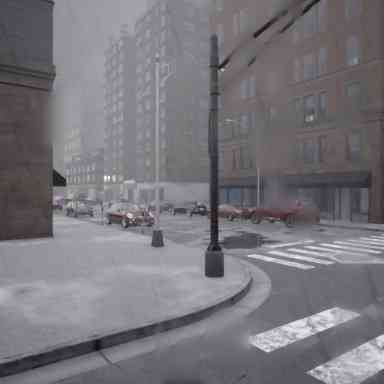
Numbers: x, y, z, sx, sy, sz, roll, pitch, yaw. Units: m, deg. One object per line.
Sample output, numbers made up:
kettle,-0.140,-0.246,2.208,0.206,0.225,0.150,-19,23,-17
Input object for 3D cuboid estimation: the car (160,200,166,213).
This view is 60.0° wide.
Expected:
car,-3.507,1.529,35.726,2.008,1.369,4.403,0,0,-35

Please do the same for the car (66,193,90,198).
car,-18.146,1.175,51.724,2.150,2.045,5.566,0,0,-35

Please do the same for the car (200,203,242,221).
car,2.853,1.571,26.693,1.802,1.307,4.206,0,0,-35

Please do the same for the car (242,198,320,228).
car,6.033,1.309,22.176,2.192,1.841,5.009,0,0,-35

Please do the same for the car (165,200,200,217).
car,-0.327,1.550,31.209,1.947,1.339,4.313,0,0,-35

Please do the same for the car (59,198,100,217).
car,-10.465,1.530,30.799,2.008,1.369,4.403,0,0,-35

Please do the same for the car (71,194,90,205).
car,-20.017,1.298,59.616,2.097,1.767,4.553,0,0,-35

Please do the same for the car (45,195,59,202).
car,-32.127,1.471,76.374,2.008,1.369,4.403,0,0,-35

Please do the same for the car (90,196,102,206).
car,-15.977,1.457,53.936,1.837,1.490,4.892,0,0,-35

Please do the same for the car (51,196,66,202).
car,-28.947,1.478,71.857,2.008,1.369,4.403,0,0,-35

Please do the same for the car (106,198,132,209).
car,-9.867,1.532,44.759,1.947,1.339,4.313,0,0,-35

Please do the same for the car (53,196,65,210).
car,-16.827,1.511,39.835,1.887,1.381,4.507,0,0,-35

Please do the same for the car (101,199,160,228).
car,-4.103,1.430,21.763,1.967,1.590,4.097,0,0,-35
